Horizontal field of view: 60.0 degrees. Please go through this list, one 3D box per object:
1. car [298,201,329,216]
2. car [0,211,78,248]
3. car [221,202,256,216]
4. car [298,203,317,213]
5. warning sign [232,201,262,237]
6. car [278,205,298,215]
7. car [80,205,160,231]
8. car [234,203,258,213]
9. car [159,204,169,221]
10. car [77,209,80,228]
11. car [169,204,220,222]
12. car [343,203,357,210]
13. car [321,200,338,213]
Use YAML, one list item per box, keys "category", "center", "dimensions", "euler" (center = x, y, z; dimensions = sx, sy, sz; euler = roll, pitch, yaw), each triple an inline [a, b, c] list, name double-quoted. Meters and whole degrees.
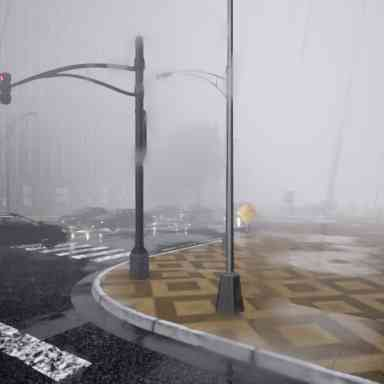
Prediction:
- category: "car"
  center: [16.274, 2.343, 44.355]
  dimensions: [2.128, 1.511, 4.902]
  euler: [0, -1, 33]
- category: "car"
  center: [-7.782, 1.648, 14.134]
  dimensions: [4.902, 1.511, 2.128]
  euler: [1, 0, -34]
- category: "car"
  center: [5.808, 2.034, 40.324]
  dimensions: [2.097, 1.767, 4.553]
  euler: [0, -1, 33]
- category: "car"
  center: [19.038, 2.593, 54.772]
  dimensions: [1.994, 1.385, 4.181]
  euler: [0, -1, 33]
- category: "warning sign"
  center: [3.084, 1.454, 18.560]
  dimensions: [1.300, 1.860, 1.060]
  euler: [1, 1, 33]
- category: "car"
  center: [13.604, 2.450, 46.206]
  dimensions: [1.895, 1.301, 4.718]
  euler: [0, -1, 33]
- category: "car"
  center: [-4.923, 1.874, 23.612]
  dimensions: [2.033, 1.411, 5.357]
  euler: [0, -1, 33]
- category: "car"
  center: [8.130, 2.370, 49.869]
  dimensions: [1.812, 1.442, 4.674]
  euler: [0, -1, 32]
- category: "car"
  center: [-2.831, 1.988, 32.891]
  dimensions: [1.837, 1.490, 4.892]
  euler: [0, -1, 33]
- category: "car"
  center: [-7.795, 1.844, 25.141]
  dimensions: [1.812, 1.442, 4.674]
  euler: [0, -1, 31]
- category: "car"
  center: [0.339, 1.992, 31.814]
  dimensions: [2.128, 1.511, 4.902]
  euler: [0, -1, 33]
- category: "car"
  center: [31.323, 2.837, 65.802]
  dimensions: [1.812, 1.442, 4.674]
  euler: [0, -1, 33]
- category: "car"
  center: [21.792, 2.254, 53.046]
  dimensions: [2.150, 2.045, 5.566]
  euler: [0, -1, 33]
